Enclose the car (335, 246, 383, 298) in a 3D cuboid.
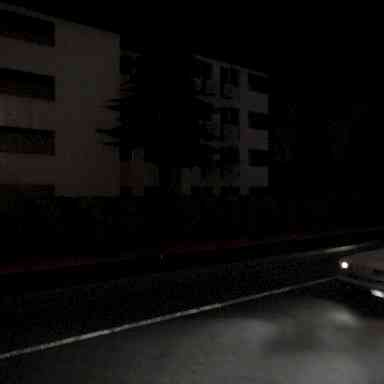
[{"bbox_3d":[5.331,1.581,7.391,4.718,1.301,1.895,0,0,-33],"label":"car"}]
